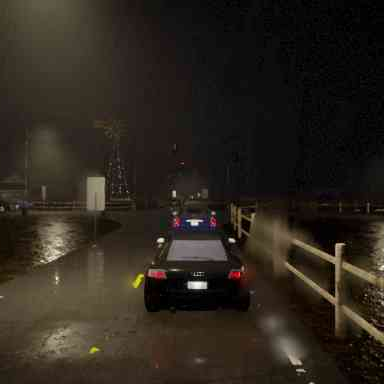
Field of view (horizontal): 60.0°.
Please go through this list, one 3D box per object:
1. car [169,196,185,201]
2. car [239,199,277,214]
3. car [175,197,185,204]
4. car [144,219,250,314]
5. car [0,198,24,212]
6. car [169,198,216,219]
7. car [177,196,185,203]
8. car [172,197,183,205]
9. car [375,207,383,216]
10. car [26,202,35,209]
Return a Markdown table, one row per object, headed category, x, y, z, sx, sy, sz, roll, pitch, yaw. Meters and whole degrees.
| category | x | y | z | sx | sy | sz | roll | pitch | yaw |
| --- | --- | --- | --- | --- | --- | --- | --- | --- | --- |
| car | -2.796 | 1.681 | 55.433 | 2.128 | 1.511 | 4.902 | 0 | 0 | 0 |
| car | 7.721 | 1.627 | 38.728 | 4.553 | 1.767 | 2.097 | 0 | -2 | 16 |
| car | -2.686 | 1.879 | 75.188 | 1.994 | 1.385 | 4.181 | 0 | 0 | 0 |
| car | 0.104 | 1.573 | 7.714 | 1.994 | 1.385 | 4.181 | 0 | 0 | 0 |
| car | -20.281 | 1.292 | 34.042 | 4.892 | 1.490 | 1.837 | 1 | -2 | 0 |
| car | 0.109 | 1.380 | 16.357 | 2.097 | 1.767 | 4.553 | 0 | 0 | 0 |
| car | -2.675 | 1.883 | 85.317 | 1.882 | 1.535 | 5.008 | 0 | 0 | 0 |
| car | -2.737 | 1.731 | 65.237 | 1.882 | 1.535 | 5.008 | 0 | 0 | 1 |
| car | 23.295 | 2.017 | 37.623 | 4.674 | 1.442 | 1.812 | 1 | -2 | 0 |
| car | -20.849 | 1.432 | 37.740 | 5.357 | 1.411 | 2.033 | 1 | -2 | 0 |
